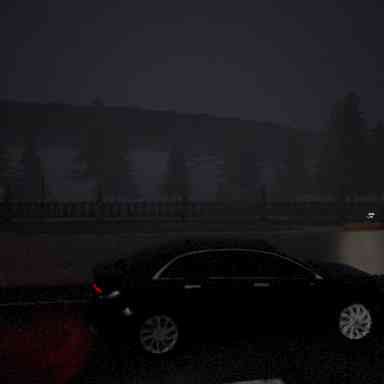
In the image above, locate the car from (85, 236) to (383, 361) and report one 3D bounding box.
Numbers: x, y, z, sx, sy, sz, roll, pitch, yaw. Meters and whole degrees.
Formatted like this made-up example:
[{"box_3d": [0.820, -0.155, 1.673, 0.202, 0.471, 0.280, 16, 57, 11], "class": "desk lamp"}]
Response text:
[{"box_3d": [0.797, 1.522, 5.524, 4.892, 1.490, 1.837, 0, 0, -9], "class": "car"}]
